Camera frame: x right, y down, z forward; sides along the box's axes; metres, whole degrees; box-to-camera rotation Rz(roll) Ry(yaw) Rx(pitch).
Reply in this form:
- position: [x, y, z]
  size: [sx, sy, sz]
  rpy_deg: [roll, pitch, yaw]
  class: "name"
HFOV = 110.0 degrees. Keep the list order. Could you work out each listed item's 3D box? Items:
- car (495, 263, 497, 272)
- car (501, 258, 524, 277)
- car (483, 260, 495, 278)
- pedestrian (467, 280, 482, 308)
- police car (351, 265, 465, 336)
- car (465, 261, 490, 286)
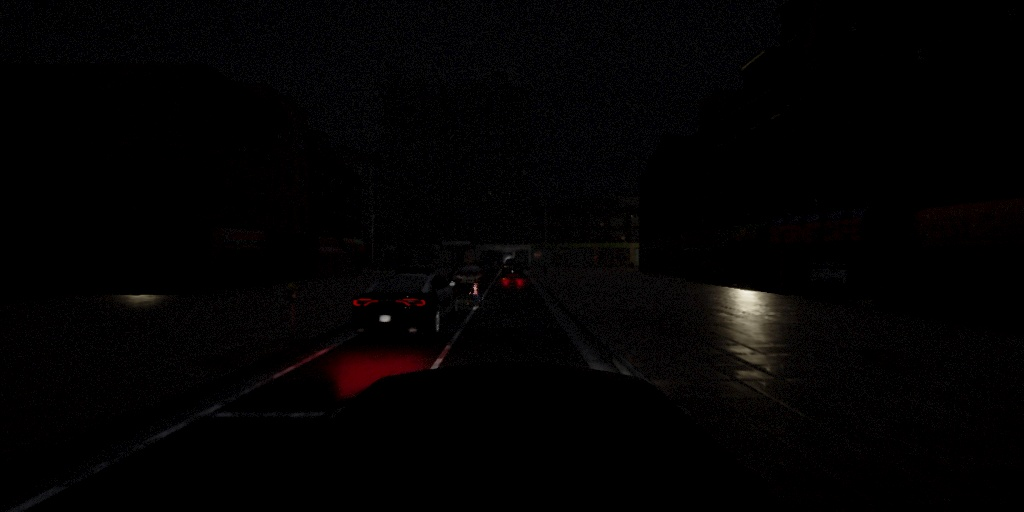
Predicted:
- position: [-2.627, 1.109, 39.961]
  size: [1.948, 1.339, 4.313]
  rpy_deg: [0, 0, 0]
  class: "car"
- position: [0.074, 1.076, 32.464]
  size: [2.128, 1.511, 4.902]
  rpy_deg: [0, 0, 0]
  class: "car"
- position: [-2.630, 1.168, 29.056]
  size: [1.948, 1.339, 4.313]
  rpy_deg: [0, 0, 0]
  class: "car"
- position: [-1.375, 0.981, 13.353]
  size: [0.375, 1.860, 0.375]
  rpy_deg: [0, 0, 0]
  class: "pedestrian"
- position: [-2.747, 1.129, 10.349]
  size: [1.930, 1.638, 5.238]
  rpy_deg: [0, 0, 0]
  class: "police car"
- position: [-2.632, 1.214, 23.604]
  size: [1.802, 1.307, 4.207]
  rpy_deg: [0, 0, 0]
  class: "car"
